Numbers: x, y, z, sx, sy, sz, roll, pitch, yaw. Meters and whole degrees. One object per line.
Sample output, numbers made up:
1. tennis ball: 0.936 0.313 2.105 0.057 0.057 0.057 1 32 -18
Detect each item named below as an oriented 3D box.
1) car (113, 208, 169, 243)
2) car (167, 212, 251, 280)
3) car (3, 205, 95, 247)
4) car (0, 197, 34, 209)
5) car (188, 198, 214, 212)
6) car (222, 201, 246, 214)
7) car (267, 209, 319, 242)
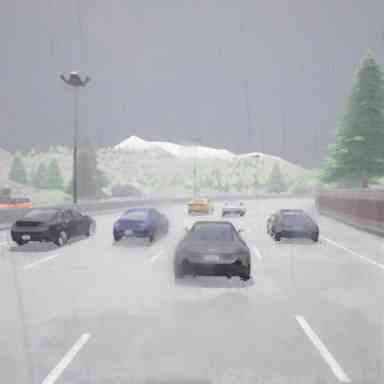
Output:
1. car: -2.304 1.469 15.803 1.812 1.442 4.674 0 0 7
2. car: 0.625 1.533 9.934 1.994 1.385 4.181 0 0 4
3. car: -5.940 1.443 14.820 1.837 1.490 4.892 0 0 6
4. car: -14.918 1.228 26.979 2.097 1.767 4.553 0 0 11
5. car: 0.978 1.373 33.237 1.882 1.535 5.008 0 0 14
6. car: 4.005 1.510 31.014 1.895 1.301 4.718 0 0 13
7. car: 4.834 1.522 16.365 1.994 1.385 4.181 0 0 7
